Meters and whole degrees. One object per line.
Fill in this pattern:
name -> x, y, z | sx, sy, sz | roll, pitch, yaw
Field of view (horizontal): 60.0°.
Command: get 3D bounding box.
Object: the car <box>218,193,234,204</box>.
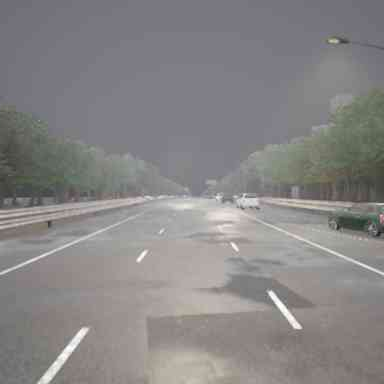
car -> 7.044, 1.233, 66.669 | 2.150, 2.045, 5.566 | 0, 0, 0

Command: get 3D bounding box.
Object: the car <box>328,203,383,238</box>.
car -> 9.532, 1.370, 18.135 | 2.097, 1.767, 4.553 | 0, 0, -12

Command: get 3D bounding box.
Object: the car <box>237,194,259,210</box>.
car -> 7.023, 1.217, 42.021 | 2.150, 2.045, 5.566 | 0, 0, 0

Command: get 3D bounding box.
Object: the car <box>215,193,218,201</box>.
car -> 7.109, 1.331, 83.785 | 2.150, 2.045, 5.566 | 0, 0, 0
